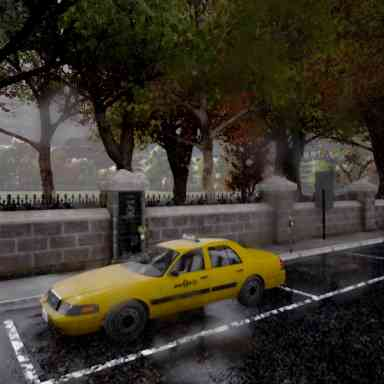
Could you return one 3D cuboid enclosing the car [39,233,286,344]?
[{"bbox_3d":[-0.251,1.524,6.398,4.829,1.417,1.752,0,0,-36],"label":"car"}]
